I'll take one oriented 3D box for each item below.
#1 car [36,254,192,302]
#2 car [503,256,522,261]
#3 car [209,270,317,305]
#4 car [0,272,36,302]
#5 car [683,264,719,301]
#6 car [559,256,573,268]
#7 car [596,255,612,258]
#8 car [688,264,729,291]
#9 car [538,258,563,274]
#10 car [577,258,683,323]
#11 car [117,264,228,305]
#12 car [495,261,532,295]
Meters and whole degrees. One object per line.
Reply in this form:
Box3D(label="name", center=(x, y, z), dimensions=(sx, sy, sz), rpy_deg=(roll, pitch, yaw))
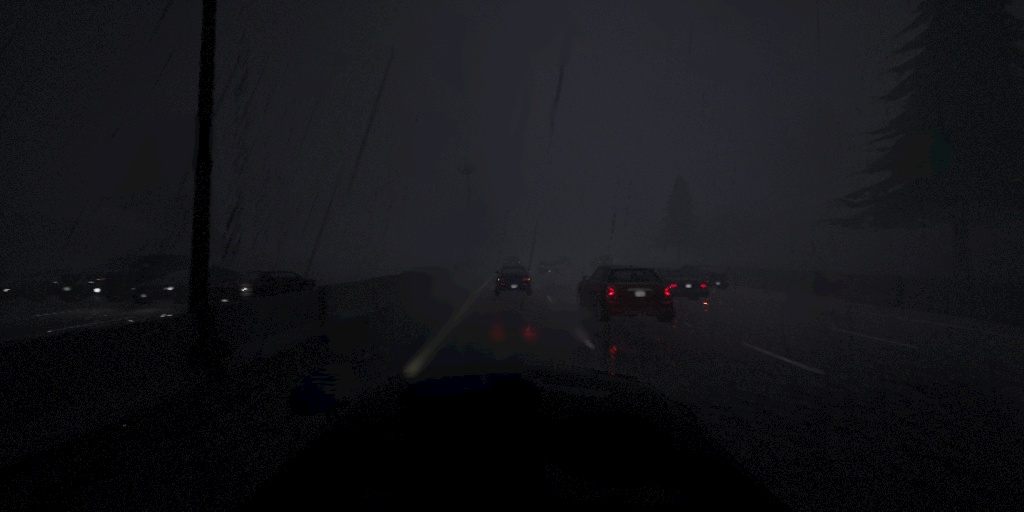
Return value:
Box3D(label="car", center=(-17.510, 0.921, 16.866), dimensions=(2.150, 2.045, 5.566), rpy_deg=(0, 0, 0))
Box3D(label="car", center=(0.077, 0.734, 41.692), dimensions=(2.097, 1.767, 4.553), rpy_deg=(0, 1, 0))
Box3D(label="car", center=(-10.522, 1.310, 15.341), dimensions=(1.895, 1.301, 4.718), rpy_deg=(0, 0, 0))
Box3D(label="car", center=(-21.009, 1.253, 16.948), dimensions=(2.033, 1.411, 5.357), rpy_deg=(0, 0, 0))
Box3D(label="car", center=(7.091, 1.238, 16.907), dimensions=(2.033, 1.411, 5.357), rpy_deg=(0, 0, 0))
Box3D(label="car", center=(7.074, 0.764, 48.458), dimensions=(1.837, 1.490, 4.892), rpy_deg=(0, 1, 0))
Box3D(label="car", center=(10.577, 0.723, 41.967), dimensions=(2.097, 1.767, 4.553), rpy_deg=(0, 1, 0))
Box3D(label="car", center=(10.589, 1.184, 20.745), dimensions=(1.812, 1.442, 4.674), rpy_deg=(0, 1, 0))
Box3D(label="car", center=(3.580, 1.083, 35.559), dimensions=(1.895, 1.301, 4.718), rpy_deg=(0, 1, 0))
Box3D(label="car", center=(3.593, 1.072, 12.174), dimensions=(2.097, 1.767, 4.553), rpy_deg=(0, 0, 0))
Box3D(label="car", center=(-14.018, 1.233, 15.982), dimensions=(1.812, 1.442, 4.674), rpy_deg=(0, 0, 0))
Box3D(label="car", center=(0.091, 1.204, 19.008), dimensions=(1.812, 1.442, 4.674), rpy_deg=(0, 1, 0))
